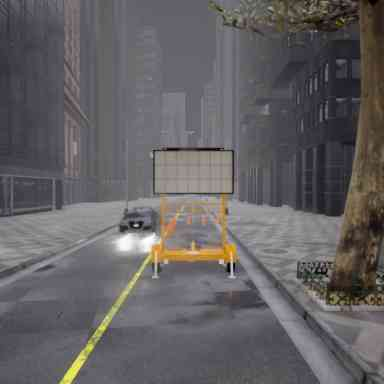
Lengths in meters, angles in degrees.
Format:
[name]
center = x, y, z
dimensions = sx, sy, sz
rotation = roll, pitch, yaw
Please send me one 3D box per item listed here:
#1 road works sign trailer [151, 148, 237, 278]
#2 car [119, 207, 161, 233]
[road works sign trailer]
center = 0.045, 0.465, 10.091
dimensions = 2.380, 3.560, 2.880
rotation = 0, 0, 0
[car]
center = -2.942, 1.574, 19.517
dimensions = 1.994, 1.385, 4.181
rotation = 0, 0, 0
